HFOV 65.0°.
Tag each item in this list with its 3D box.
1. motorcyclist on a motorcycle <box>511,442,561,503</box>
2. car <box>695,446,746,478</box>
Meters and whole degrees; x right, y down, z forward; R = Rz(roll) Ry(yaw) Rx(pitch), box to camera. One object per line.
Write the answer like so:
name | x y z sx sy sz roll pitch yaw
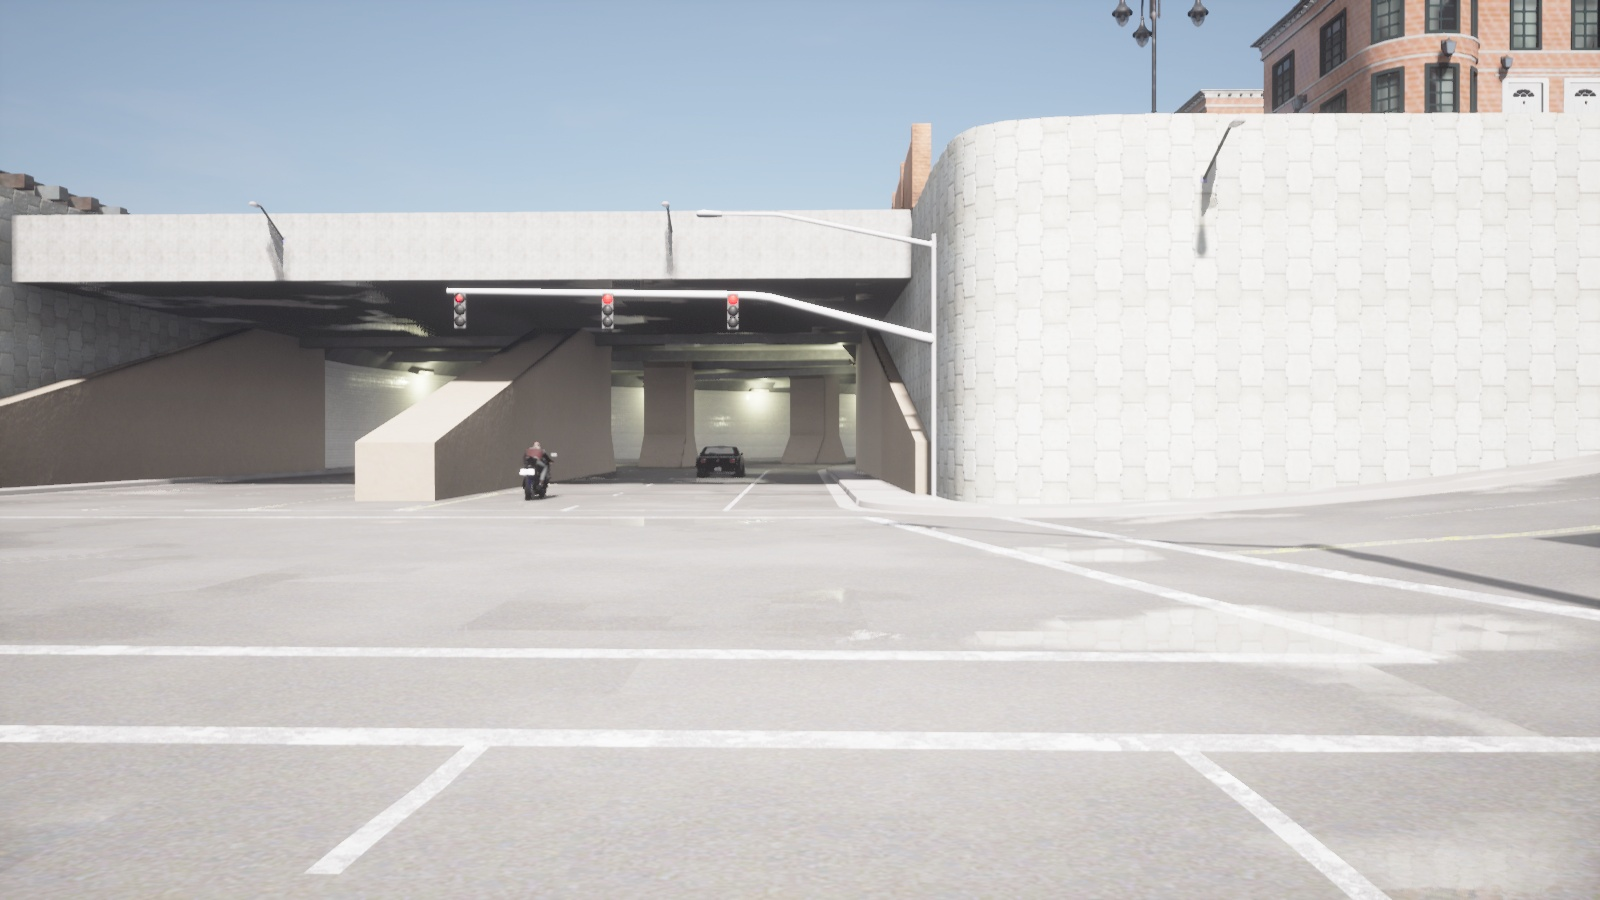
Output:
motorcyclist on a motorcycle | -6.864 0.562 32.766 0.866 1.530 2.191 0 0 0
car | -3.386 0.490 54.165 1.895 1.301 4.718 0 0 0
